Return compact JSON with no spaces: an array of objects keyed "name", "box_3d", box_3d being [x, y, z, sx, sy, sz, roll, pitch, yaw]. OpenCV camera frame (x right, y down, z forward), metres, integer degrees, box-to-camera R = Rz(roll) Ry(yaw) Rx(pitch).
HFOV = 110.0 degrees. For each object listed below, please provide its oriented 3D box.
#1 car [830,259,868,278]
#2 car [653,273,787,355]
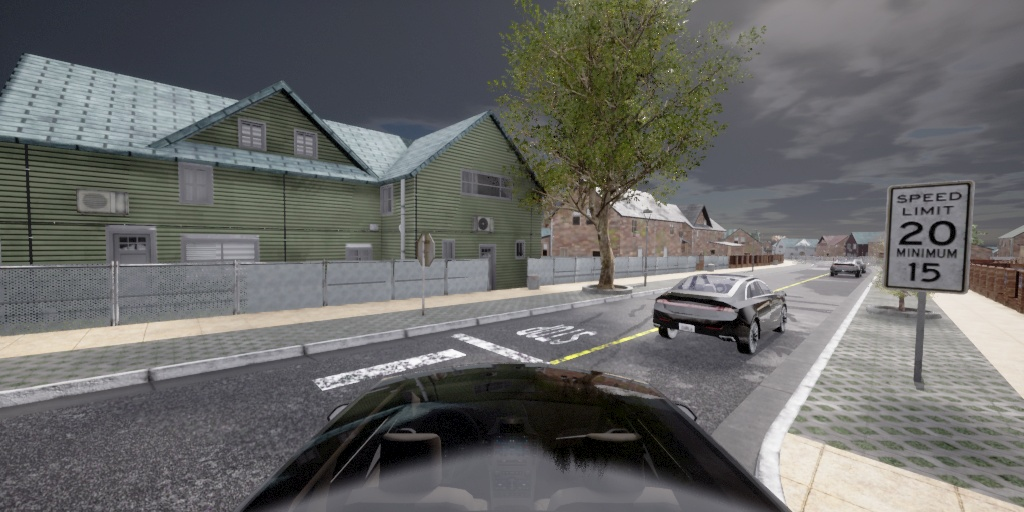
[{"name":"car","box_3d":[29.472,1.040,31.587,4.902,1.511,2.128,0,2,-43]},{"name":"car","box_3d":[5.199,1.181,8.702,4.902,1.511,2.128,0,2,-43]}]
